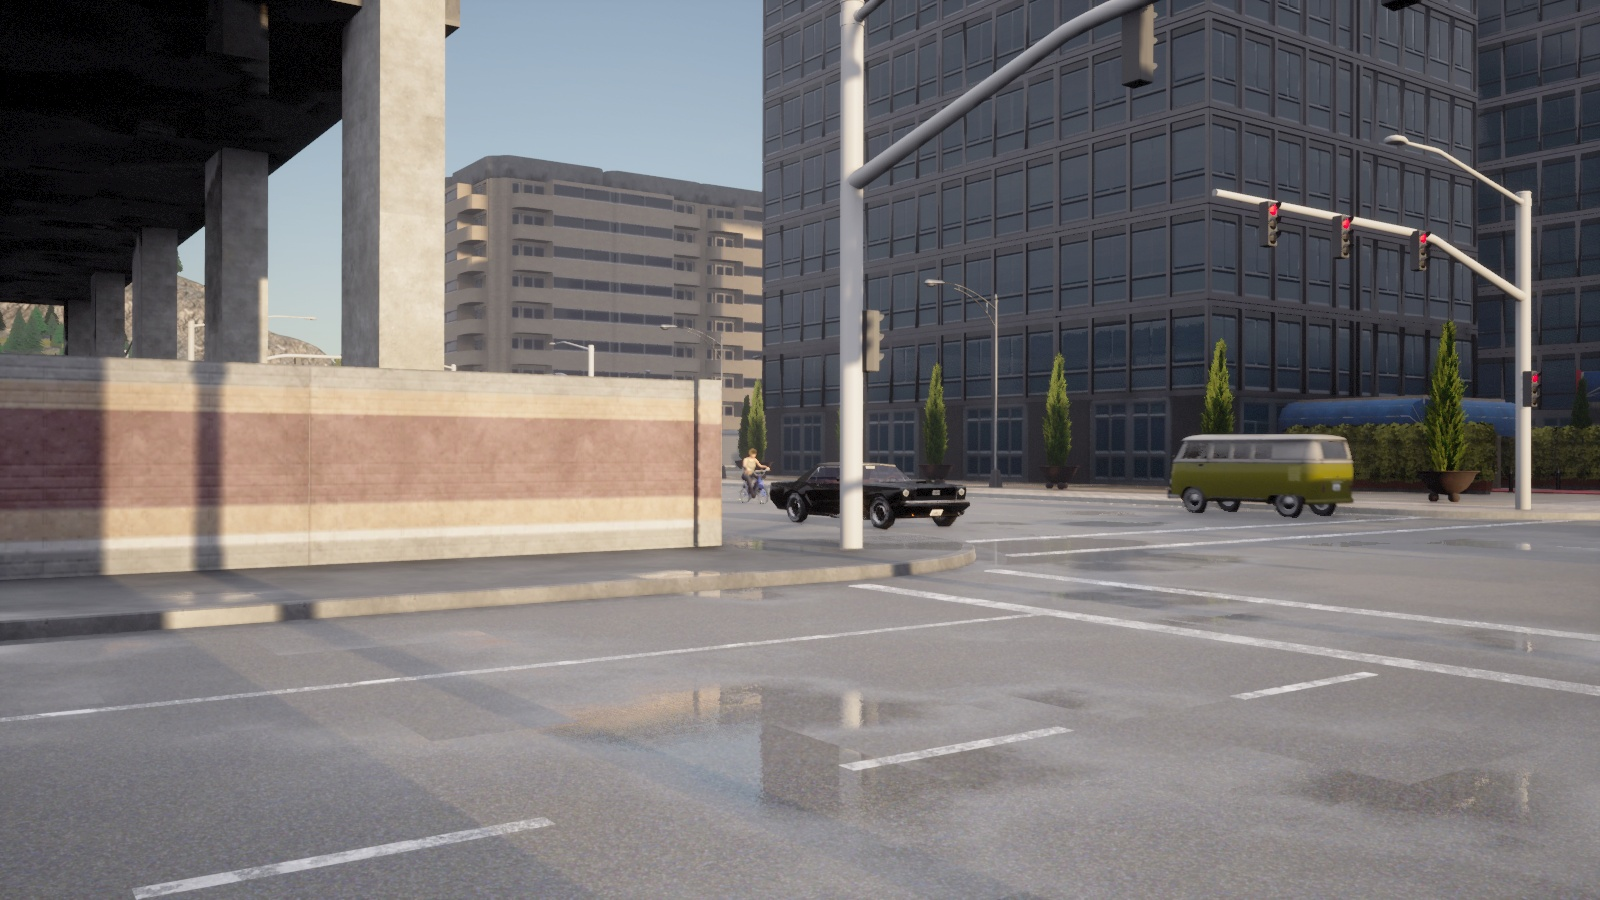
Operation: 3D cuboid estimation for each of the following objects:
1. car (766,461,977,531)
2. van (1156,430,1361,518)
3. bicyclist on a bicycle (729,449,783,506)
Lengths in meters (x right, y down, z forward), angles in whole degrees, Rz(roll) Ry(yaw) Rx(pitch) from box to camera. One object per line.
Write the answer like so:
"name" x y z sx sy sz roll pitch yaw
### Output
"car" 1.379 0.907 26.381 1.895 1.301 4.718 0 0 -35
"van" 11.143 0.549 30.796 1.775 1.987 4.442 0 0 -38
"bicyclist on a bicycle" -1.275 0.773 36.192 0.866 1.612 1.509 0 0 -35
